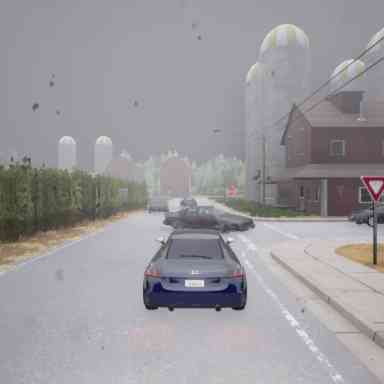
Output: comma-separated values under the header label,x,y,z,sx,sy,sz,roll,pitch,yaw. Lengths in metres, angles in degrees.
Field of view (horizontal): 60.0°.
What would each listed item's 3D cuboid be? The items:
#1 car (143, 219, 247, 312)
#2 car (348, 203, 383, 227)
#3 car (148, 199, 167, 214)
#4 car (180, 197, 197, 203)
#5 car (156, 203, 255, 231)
label,x,y,z,sx,sy,sz,roll,pitch,yaw
car,0.079,1.564,7.815,1.994,1.385,4.181,0,0,1
car,12.902,1.478,21.925,4.892,1.490,1.837,0,0,-1
car,-3.564,1.505,35.935,1.837,1.490,4.892,0,0,0
car,-0.585,1.491,47.278,2.128,1.511,4.902,0,0,-11
car,0.800,1.538,18.932,5.357,1.411,2.033,0,0,34
